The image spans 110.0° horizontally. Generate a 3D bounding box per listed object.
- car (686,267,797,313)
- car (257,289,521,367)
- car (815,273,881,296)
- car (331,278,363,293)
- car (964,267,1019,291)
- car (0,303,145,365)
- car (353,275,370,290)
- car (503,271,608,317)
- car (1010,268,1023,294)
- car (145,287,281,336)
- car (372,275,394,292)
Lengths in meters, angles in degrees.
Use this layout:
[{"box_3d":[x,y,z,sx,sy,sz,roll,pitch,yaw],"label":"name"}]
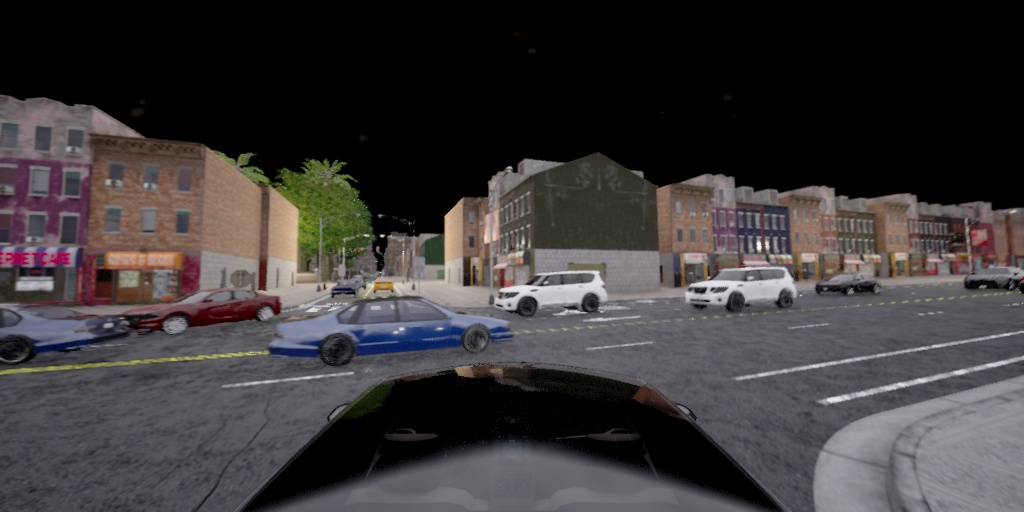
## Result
[{"box_3d":[11.248,1.571,17.591,5.566,2.045,2.150,0,-4,-20],"label":"car"},{"box_3d":[-2.715,1.681,8.789,5.357,1.411,2.033,0,-4,-20],"label":"car"},{"box_3d":[24.080,2.009,25.722,5.008,1.535,1.882,0,-4,-20],"label":"car"},{"box_3d":[-13.796,2.745,29.846,1.895,1.301,4.718,1,-3,-19],"label":"car"},{"box_3d":[35.975,1.618,26.582,4.553,1.767,2.097,0,-4,-20],"label":"car"},{"box_3d":[-13.046,1.869,8.648,5.357,1.411,2.033,0,-4,-20],"label":"car"},{"box_3d":[-18.172,3.254,42.178,1.994,1.385,4.181,1,-3,-19],"label":"car"},{"box_3d":[1.975,1.782,17.642,5.566,2.045,2.150,-1,-3,-20],"label":"car"},{"box_3d":[33.497,1.574,22.059,4.892,1.490,1.837,-1,-3,-20],"label":"car"},{"box_3d":[-11.714,2.024,14.018,1.882,1.535,5.008,-3,-3,19],"label":"car"},{"box_3d":[-13.336,2.942,37.316,1.882,1.535,5.008,1,-3,-19],"label":"car"}]
